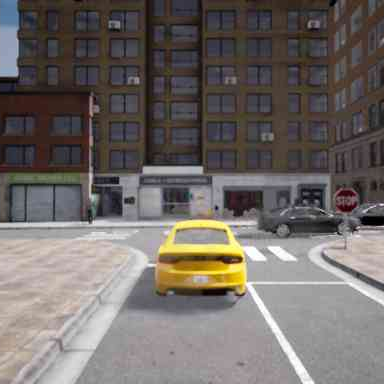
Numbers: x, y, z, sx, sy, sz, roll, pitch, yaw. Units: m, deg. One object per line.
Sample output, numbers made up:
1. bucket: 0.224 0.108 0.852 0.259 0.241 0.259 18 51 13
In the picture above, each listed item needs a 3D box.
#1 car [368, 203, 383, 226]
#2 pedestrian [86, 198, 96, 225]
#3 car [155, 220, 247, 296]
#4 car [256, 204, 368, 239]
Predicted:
1. car: 10.627 1.408 19.464 4.902 1.511 2.128 -1 -1 0
2. pedestrian: -6.852 1.279 22.429 0.375 1.860 0.375 0 0 0
3. car: 0.235 1.475 8.683 1.882 1.535 5.008 0 0 2
4. car: 5.667 1.427 16.511 4.892 1.490 1.837 -1 -1 0
